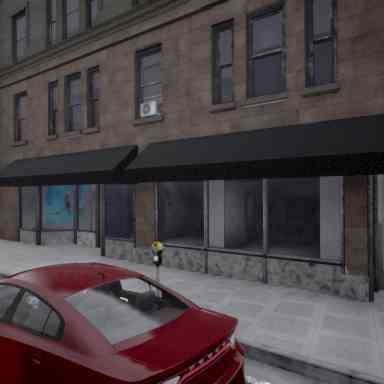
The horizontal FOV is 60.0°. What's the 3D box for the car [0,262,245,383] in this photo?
[{"bbox_3d":[-1.591,1.545,3.983,4.507,1.381,1.887,0,0,35],"label":"car"}]
